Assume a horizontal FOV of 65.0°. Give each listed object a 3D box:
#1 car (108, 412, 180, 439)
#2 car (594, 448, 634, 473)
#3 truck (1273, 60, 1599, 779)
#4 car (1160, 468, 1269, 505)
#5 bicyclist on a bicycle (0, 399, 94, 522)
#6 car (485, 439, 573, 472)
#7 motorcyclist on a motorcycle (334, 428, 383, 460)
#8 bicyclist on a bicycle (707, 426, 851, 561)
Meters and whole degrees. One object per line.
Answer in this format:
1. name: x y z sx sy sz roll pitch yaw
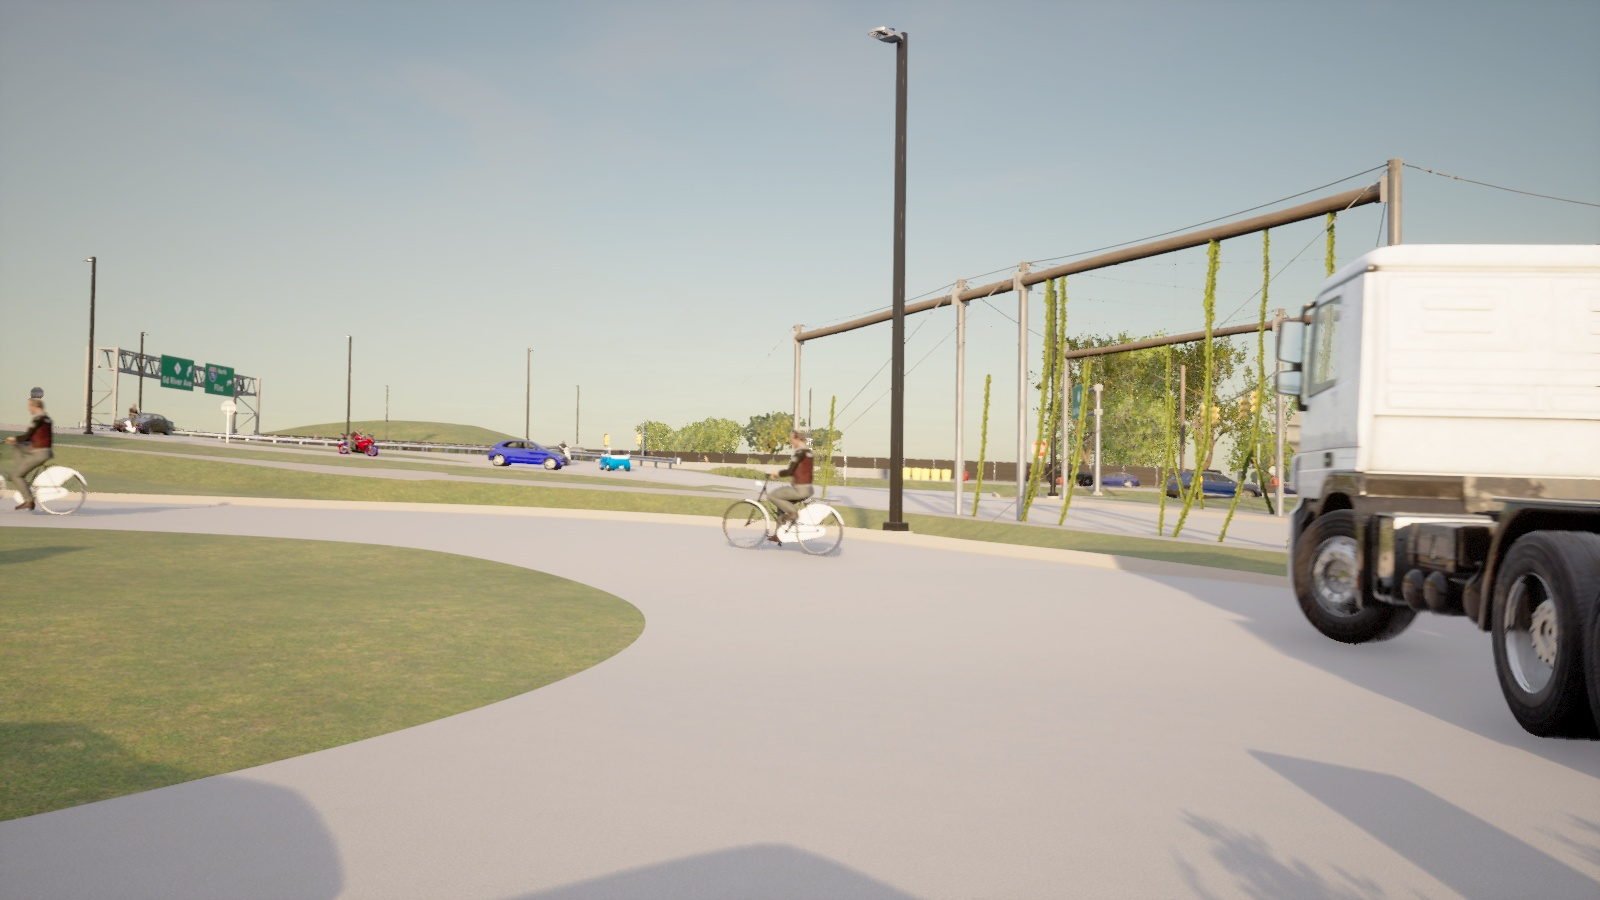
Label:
1. car: -42.597 -1.544 81.671 2.033 1.411 5.357 4 -1 -3
2. car: -10.959 0.598 73.956 1.481 1.376 2.207 1 1 -33
3. truck: 5.632 -0.100 8.382 2.891 3.462 7.936 1 -1 8
4. car: 21.153 1.854 64.235 4.856 1.649 2.033 2 -1 1
5. bicyclist on a bicycle: -11.734 0.146 18.810 1.843 1.776 0.659 2 0 -9
6. car: -14.408 0.319 66.915 4.193 1.474 1.816 4 -1 1
7. motorcyclist on a motorcycle: -23.660 -0.315 67.265 2.191 1.530 0.866 4 -1 3
8. bicyclist on a bicycle: -0.299 0.595 17.884 1.843 1.776 0.659 3 1 22
